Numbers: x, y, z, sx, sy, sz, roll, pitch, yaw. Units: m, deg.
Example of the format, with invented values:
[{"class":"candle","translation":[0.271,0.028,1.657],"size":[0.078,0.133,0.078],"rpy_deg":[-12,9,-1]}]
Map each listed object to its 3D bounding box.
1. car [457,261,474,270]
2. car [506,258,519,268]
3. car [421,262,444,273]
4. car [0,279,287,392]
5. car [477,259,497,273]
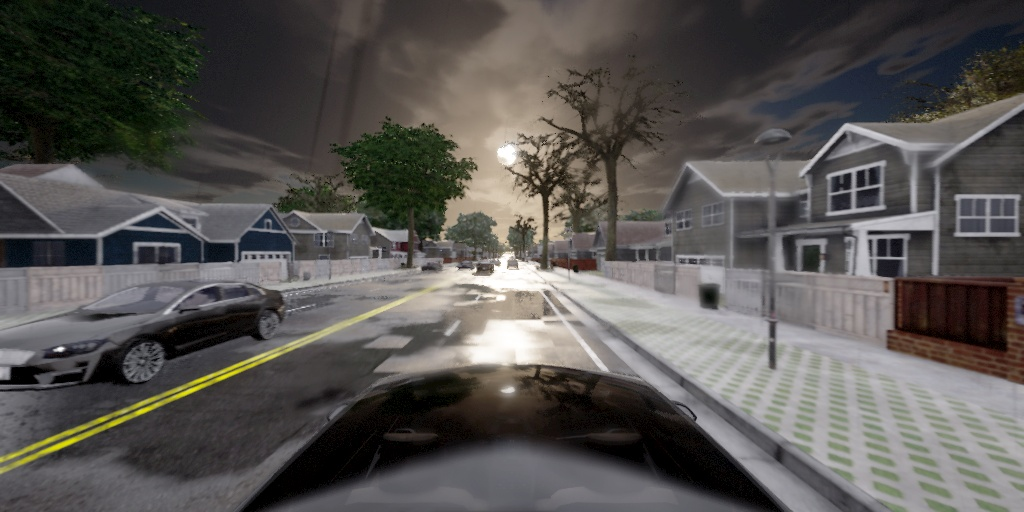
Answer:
[{"class":"car","translation":[-6.558,1.335,51.208],"size":[1.994,1.385,4.181],"rpy_deg":[0,0,0]},{"class":"car","translation":[0.104,1.271,61.194],"size":[2.128,1.511,4.902],"rpy_deg":[0,0,0]},{"class":"car","translation":[-9.826,1.366,44.373],"size":[1.895,1.301,4.718],"rpy_deg":[0,0,0]},{"class":"car","translation":[-6.601,1.242,7.037],"size":[2.128,1.511,4.902],"rpy_deg":[0,0,0]},{"class":"car","translation":[-3.147,1.241,43.245],"size":[1.882,1.535,5.008],"rpy_deg":[0,0,0]}]
